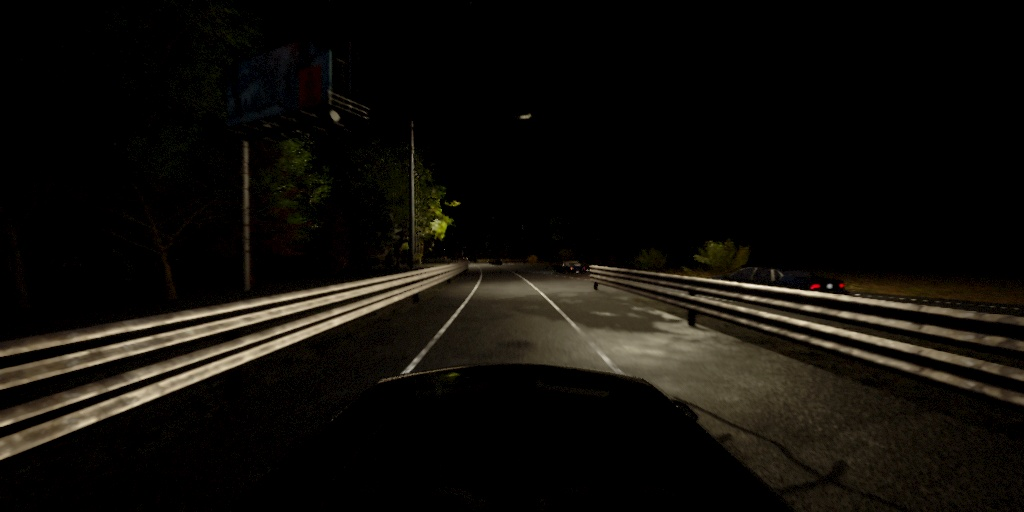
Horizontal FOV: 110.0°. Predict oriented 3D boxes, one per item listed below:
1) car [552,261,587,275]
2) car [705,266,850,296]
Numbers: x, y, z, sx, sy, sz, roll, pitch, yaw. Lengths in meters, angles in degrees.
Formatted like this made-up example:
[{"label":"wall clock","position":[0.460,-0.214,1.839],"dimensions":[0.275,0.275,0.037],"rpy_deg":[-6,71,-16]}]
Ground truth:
[{"label":"car","position":[5.580,1.185,35.570],"dimensions":[1.895,1.301,4.718],"rpy_deg":[-1,0,-14]},{"label":"car","position":[10.687,1.124,15.172],"dimensions":[2.033,1.411,5.357],"rpy_deg":[-1,0,-14]}]
